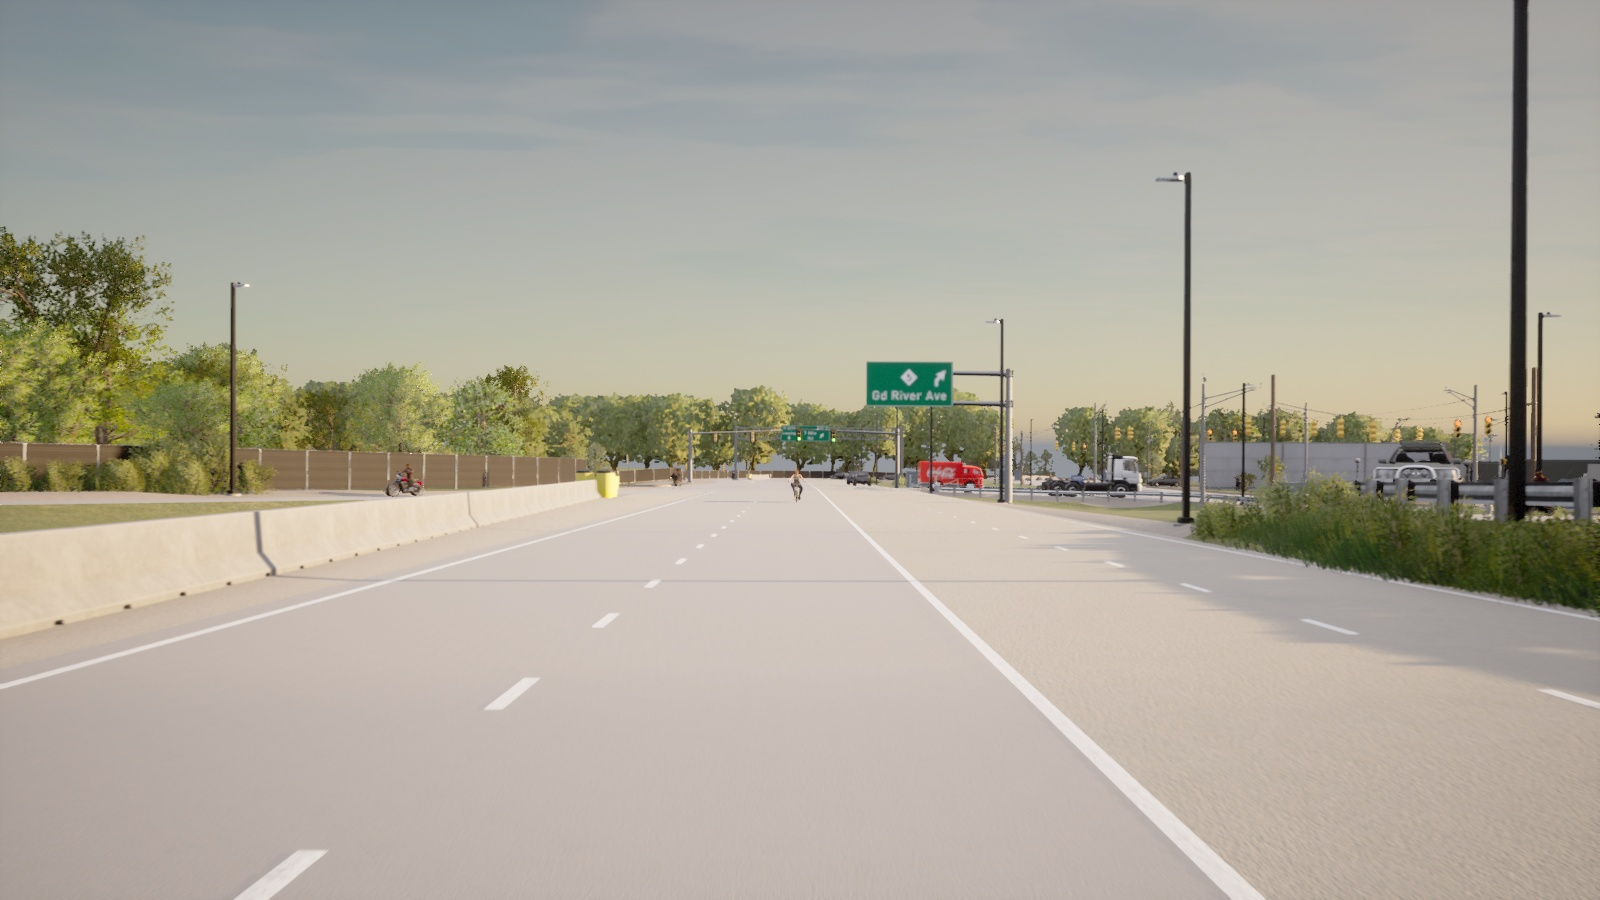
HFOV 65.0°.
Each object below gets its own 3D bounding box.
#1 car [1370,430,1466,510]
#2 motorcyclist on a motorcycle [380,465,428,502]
[{"bbox_3d":[15.638,0.568,31.649,1.932,1.855,4.605,-1,-2,29],"label":"car"},{"bbox_3d":[-18.276,1.532,58.034,0.766,1.649,2.350,0,-1,23],"label":"motorcyclist on a motorcycle"}]
